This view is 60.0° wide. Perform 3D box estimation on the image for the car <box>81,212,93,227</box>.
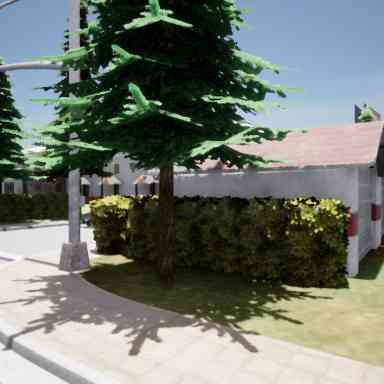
[{"bbox_3d":[-5.152,1.517,22.515,1.837,1.490,4.892,0,0,35],"label":"car"}]
